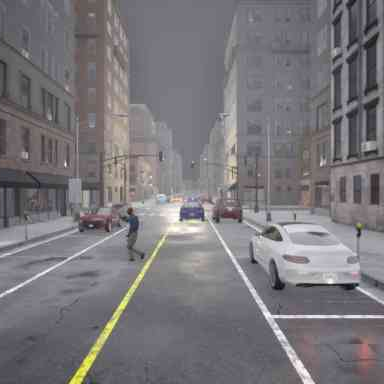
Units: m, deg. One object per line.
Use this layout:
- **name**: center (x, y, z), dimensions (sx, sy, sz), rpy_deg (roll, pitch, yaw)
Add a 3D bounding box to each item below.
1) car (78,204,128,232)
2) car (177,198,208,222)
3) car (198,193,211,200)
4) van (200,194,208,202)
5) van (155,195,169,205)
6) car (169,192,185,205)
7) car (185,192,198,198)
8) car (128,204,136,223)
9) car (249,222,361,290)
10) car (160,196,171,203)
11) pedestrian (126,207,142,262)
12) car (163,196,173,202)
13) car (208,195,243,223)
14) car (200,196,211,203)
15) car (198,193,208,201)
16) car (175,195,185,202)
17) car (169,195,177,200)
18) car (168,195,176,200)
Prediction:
- **car**: center (-5.373, 1.542, 19.919), dimensions (1.887, 1.381, 4.507), rpy_deg (0, 0, 0)
- **car**: center (0.015, 1.473, 26.576), dimensions (1.882, 1.535, 5.008), rpy_deg (0, 0, 0)
- **car**: center (2.752, 1.296, 62.795), dimensions (2.192, 1.841, 5.009), rpy_deg (0, 0, 0)
- **van**: center (2.749, 1.315, 79.014), dimensions (1.690, 1.788, 3.998), rpy_deg (0, 0, 0)
- **van**: center (-5.365, 1.325, 57.394), dimensions (1.690, 1.788, 3.998), rpy_deg (0, 0, 0)
- **car**: center (-2.774, 1.334, 60.640), dimensions (2.097, 1.767, 4.553), rpy_deg (0, 0, 0)
- **car**: center (0.146, 1.332, 64.423), dimensions (2.097, 1.767, 4.553), rpy_deg (0, 0, 0)
- **car**: center (-5.369, 1.561, 25.430), dimensions (1.947, 1.339, 4.313), rpy_deg (0, 0, 0)
- **car**: center (2.757, 1.526, 8.940), dimensions (1.812, 1.442, 4.674), rpy_deg (0, 0, 0)
- **car**: center (-5.354, 1.545, 68.206), dimensions (1.947, 1.339, 4.313), rpy_deg (0, 0, 0)
- **pedestrian**: center (-1.875, 1.294, 10.625), dimensions (0.375, 1.860, 0.375), rpy_deg (0, 0, -14)
- **car**: center (-5.349, 1.521, 73.613), dimensions (1.887, 1.381, 4.507), rpy_deg (0, 0, 0)
- **car**: center (2.656, 1.310, 25.424), dimensions (2.192, 1.841, 5.009), rpy_deg (0, 0, 0)
- **car**: center (2.751, 1.530, 68.202), dimensions (2.008, 1.369, 4.403), rpy_deg (0, 0, 0)
- **car**: center (2.748, 1.286, 84.421), dimensions (2.192, 1.841, 5.009), rpy_deg (0, 0, 0)
- **car**: center (-2.693, 1.516, 75.825), dimensions (2.033, 1.411, 5.357), rpy_deg (0, 0, 0)
- **car**: center (-5.327, 1.517, 95.238), dimensions (2.008, 1.369, 4.403), rpy_deg (0, 0, 0)
- **car**: center (-5.332, 1.494, 89.662), dimensions (1.752, 1.417, 4.829), rpy_deg (0, 0, 0)
